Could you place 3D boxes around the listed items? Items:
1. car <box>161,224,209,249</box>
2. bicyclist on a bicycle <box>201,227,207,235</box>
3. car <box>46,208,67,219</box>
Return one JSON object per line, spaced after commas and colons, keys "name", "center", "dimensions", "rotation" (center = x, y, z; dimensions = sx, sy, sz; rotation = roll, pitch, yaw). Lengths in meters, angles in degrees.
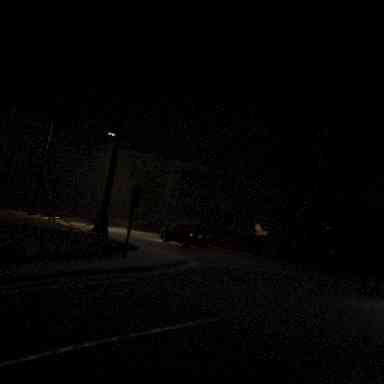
{"name": "car", "center": [-0.617, 3.440, 26.999], "dimensions": [2.097, 1.767, 4.553], "rotation": [13, -8, -34]}
{"name": "bicyclist on a bicycle", "center": [0.944, 4.132, 31.296], "dimensions": [1.656, 1.620, 0.582], "rotation": [13, -8, -34]}
{"name": "car", "center": [-19.386, 3.017, 47.720], "dimensions": [1.994, 1.385, 4.181], "rotation": [13, -8, -34]}
